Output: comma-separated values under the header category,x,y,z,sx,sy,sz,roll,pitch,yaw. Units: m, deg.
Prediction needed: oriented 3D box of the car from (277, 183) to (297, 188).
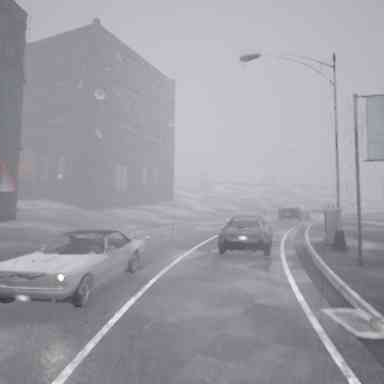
category,x,y,z,sx,sy,sz,roll,pitch,yaw
car,20.446,-1.280,74.878,5.008,1.535,2.097,3,-5,-24

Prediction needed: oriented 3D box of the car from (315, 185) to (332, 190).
category,x,y,z,sx,sy,sz,roll,pitch,yaw
car,30.550,-0.770,79.803,4.792,1.488,2.163,3,-5,-27

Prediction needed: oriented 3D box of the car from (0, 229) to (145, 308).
category,x,y,z,sx,sy,sz,roll,pitch,yaw
car,-2.731,1.645,8.230,1.895,1.301,4.718,0,-1,9

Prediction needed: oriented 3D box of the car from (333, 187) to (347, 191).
category,x,y,z,sx,sy,sz,roll,pitch,yaw
car,35.429,-0.512,82.370,4.674,1.452,2.002,3,-5,-28

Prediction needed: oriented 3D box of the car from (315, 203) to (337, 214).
category,x,y,z,sx,sy,sz,roll,pitch,yaw
car,18.290,2.284,45.795,5.357,1.411,2.033,1,-4,-40

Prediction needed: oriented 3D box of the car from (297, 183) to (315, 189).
category,x,y,z,sx,sy,sz,roll,pitch,yaw
car,25.437,-1.174,77.248,4.553,1.767,2.185,3,-5,-25

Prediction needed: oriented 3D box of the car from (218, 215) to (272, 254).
category,x,y,z,sx,sy,sz,roll,pitch,yaw
car,2.284,1.630,13.796,1.994,1.385,4.181,-1,-1,13

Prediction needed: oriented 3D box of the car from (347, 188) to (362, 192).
category,x,y,z,sx,sy,sz,roll,pitch,yaw
car,40.167,-0.298,84.998,4.892,1.521,2.231,3,-5,-29

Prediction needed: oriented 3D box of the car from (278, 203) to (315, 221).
category,x,y,z,sx,sy,sz,roll,pitch,yaw
car,9.243,1.749,29.760,1.882,1.535,5.008,-3,-2,32

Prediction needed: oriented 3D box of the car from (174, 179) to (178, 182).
category,x,y,z,sx,sy,sz,roll,pitch,yaw
car,-5.004,-2.356,64.371,4.553,1.767,2.185,2,-5,-22

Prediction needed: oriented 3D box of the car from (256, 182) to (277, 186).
category,x,y,z,sx,sy,sz,roll,pitch,yaw
car,15.385,-1.463,72.611,4.674,1.452,2.002,2,-5,-23

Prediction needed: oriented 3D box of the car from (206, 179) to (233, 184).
category,x,y,z,sx,sy,sz,roll,pitch,yaw
car,5.155,-1.894,68.410,4.892,1.521,2.231,2,-5,-22

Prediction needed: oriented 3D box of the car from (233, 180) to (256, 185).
category,x,y,z,sx,sy,sz,roll,pitch,yaw
car,10.277,-1.712,70.460,4.892,1.521,2.231,2,-5,-22
